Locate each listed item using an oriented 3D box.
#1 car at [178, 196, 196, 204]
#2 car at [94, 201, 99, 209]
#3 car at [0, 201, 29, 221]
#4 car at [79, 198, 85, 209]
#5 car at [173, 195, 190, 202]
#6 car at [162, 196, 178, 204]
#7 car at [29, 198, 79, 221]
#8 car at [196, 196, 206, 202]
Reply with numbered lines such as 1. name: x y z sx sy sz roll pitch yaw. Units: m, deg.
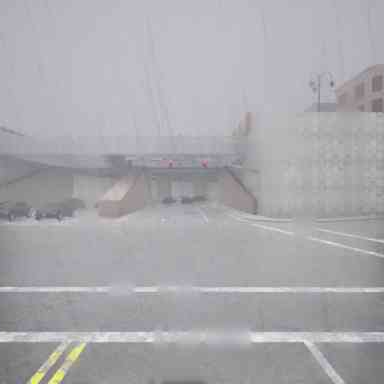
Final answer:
1. car: -0.983 1.547 64.811 2.033 1.411 5.357 0 0 4
2. car: -11.592 1.601 44.202 1.895 1.301 4.718 0 0 -1
3. car: -14.612 1.505 26.801 1.837 1.490 4.892 0 0 -2
4. car: -15.036 1.477 42.019 1.882 1.535 5.008 0 0 -1
5. car: -2.338 1.524 74.669 1.812 1.442 4.674 0 0 24
6. car: -4.513 1.547 64.312 2.033 1.411 5.357 0 0 5
7. car: -11.126 1.504 27.238 1.837 1.490 4.892 0 0 -2
8. car: 1.530 1.524 74.797 1.812 1.442 4.674 0 0 28
